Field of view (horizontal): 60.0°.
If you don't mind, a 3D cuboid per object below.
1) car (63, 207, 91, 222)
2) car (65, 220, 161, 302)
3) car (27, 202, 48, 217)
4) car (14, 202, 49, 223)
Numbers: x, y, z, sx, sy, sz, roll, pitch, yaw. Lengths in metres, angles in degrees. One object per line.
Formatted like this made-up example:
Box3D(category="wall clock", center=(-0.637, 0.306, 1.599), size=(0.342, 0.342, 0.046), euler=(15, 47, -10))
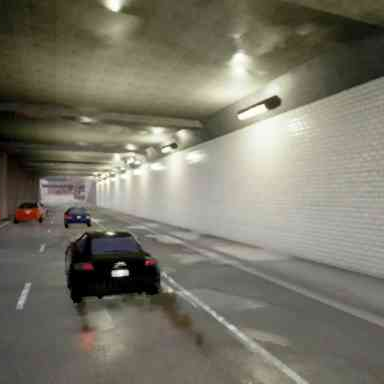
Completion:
Box3D(category="car", center=(-8.897, 1.859, 25.809), size=(2.033, 1.411, 5.357), euler=(1, -1, -21))
Box3D(category="car", center=(-2.229, 1.674, 8.758), size=(1.994, 1.385, 4.181), euler=(1, -1, -22))
Box3D(category="car", center=(-17.982, 1.956, 38.934), size=(1.837, 1.490, 4.892), euler=(1, 0, -20))
Box3D(category="car", center=(-13.960, 1.683, 28.852), size=(2.097, 1.767, 4.553), euler=(1, -1, -20))
